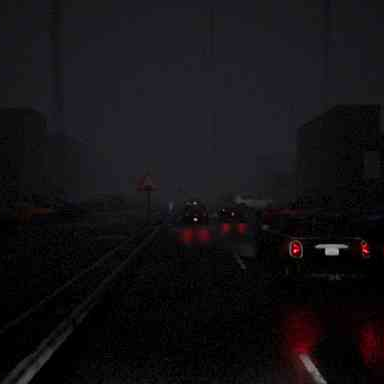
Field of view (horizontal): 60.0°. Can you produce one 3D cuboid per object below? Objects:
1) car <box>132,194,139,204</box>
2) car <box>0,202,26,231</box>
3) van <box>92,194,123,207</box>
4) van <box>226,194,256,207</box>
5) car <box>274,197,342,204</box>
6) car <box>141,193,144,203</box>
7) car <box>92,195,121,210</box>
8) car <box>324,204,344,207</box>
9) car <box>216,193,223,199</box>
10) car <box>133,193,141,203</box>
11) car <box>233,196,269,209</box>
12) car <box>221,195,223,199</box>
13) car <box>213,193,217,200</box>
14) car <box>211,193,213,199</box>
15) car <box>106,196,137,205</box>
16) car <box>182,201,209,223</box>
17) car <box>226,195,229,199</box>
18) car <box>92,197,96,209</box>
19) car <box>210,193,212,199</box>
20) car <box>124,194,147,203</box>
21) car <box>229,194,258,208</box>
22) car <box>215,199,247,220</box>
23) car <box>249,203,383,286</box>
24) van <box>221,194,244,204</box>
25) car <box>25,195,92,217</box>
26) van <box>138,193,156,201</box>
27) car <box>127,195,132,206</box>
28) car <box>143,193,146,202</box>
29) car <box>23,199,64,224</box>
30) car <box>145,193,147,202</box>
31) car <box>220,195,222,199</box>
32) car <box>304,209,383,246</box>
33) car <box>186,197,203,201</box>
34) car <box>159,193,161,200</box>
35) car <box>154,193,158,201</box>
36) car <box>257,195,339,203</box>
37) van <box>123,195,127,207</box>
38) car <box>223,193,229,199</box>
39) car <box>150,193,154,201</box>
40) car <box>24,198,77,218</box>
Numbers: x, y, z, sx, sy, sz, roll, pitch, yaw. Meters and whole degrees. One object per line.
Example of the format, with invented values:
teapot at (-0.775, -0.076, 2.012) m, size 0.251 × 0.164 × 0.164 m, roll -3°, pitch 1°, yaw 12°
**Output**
car at (-12.071, 1.524, 54.962) m, size 5.366 × 1.575 × 1.946 m, roll 0°, pitch 0°, yaw 0°
car at (-12.514, 1.499, 18.714) m, size 5.008 × 1.535 × 2.097 m, roll 0°, pitch 0°, yaw 1°
van at (-12.430, 1.299, 46.626) m, size 4.442 × 1.987 × 1.878 m, roll 0°, pitch 0°, yaw 0°
van at (7.841, 1.332, 53.577) m, size 4.442 × 1.987 × 1.878 m, roll 0°, pitch 0°, yaw 0°
car at (7.728, 1.398, 20.482) m, size 4.553 × 1.767 × 2.185 m, roll 0°, pitch 0°, yaw 0°
car at (-12.196, 1.528, 63.303) m, size 5.008 × 1.535 × 2.097 m, roll 0°, pitch 0°, yaw 0°
car at (-12.325, 1.525, 43.846) m, size 4.892 × 1.521 × 2.231 m, roll 0°, pitch 0°, yaw 0°
car at (7.741, 1.556, 17.854) m, size 4.674 × 1.452 × 2.002 m, roll 0°, pitch 0°, yaw 0°
car at (7.838, 1.552, 64.607) m, size 5.366 × 1.575 × 1.946 m, roll 0°, pitch 0°, yaw 0°
car at (-12.250, 1.401, 60.522) m, size 4.553 × 1.767 × 2.185 m, roll 0°, pitch 0°, yaw 0°
car at (7.938, 1.434, 45.179) m, size 4.553 × 1.767 × 2.185 m, roll 0°, pitch 0°, yaw 0°
car at (7.979, 1.556, 56.334) m, size 5.008 × 1.535 × 2.097 m, roll 0°, pitch 0°, yaw 0°
car at (8.117, 1.313, 75.635) m, size 5.566 × 2.045 × 2.435 m, roll 0°, pitch 0°, yaw 0°
car at (8.148, 1.593, 86.663) m, size 4.892 × 1.521 × 2.231 m, roll 0°, pitch 0°, yaw 0°
car at (-12.232, 1.527, 57.743) m, size 5.008 × 1.535 × 2.097 m, roll 0°, pitch 0°, yaw 0°
car at (0.245, 1.651, 25.757) m, size 1.895 × 1.301 × 4.718 m, roll -1°, pitch 0°, yaw 0°
car at (7.918, 1.560, 47.936) m, size 5.008 × 1.535 × 2.097 m, roll 0°, pitch 0°, yaw 0°
car at (-12.377, 1.546, 32.728) m, size 4.792 × 1.488 × 2.163 m, roll 0°, pitch 0°, yaw 0°
car at (8.356, 1.598, 89.418) m, size 5.366 × 1.575 × 1.946 m, roll 0°, pitch 0°, yaw 0°
car at (-12.113, 1.410, 71.638) m, size 4.553 × 1.767 × 2.185 m, roll 0°, pitch 0°, yaw 0°
car at (7.920, 1.308, 42.543) m, size 5.566 × 2.045 × 2.435 m, roll 0°, pitch 0°, yaw 0°
car at (3.265, 1.578, 28.869) m, size 1.812 × 1.442 × 4.674 m, roll 0°, pitch 0°, yaw 0°
car at (3.155, 1.366, 9.590) m, size 2.097 × 1.767 × 4.553 m, roll 0°, pitch 0°, yaw 0°
van at (8.156, 1.329, 67.364) m, size 4.442 × 1.987 × 1.878 m, roll 0°, pitch 0°, yaw 0°
car at (-12.397, 1.262, 29.948) m, size 5.566 × 2.045 × 2.435 m, roll 0°, pitch 0°, yaw 0°
van at (-11.915, 1.355, 88.311) m, size 4.442 × 1.987 × 1.878 m, roll 0°, pitch 0°, yaw 0°
car at (-12.278, 1.567, 52.184) m, size 4.674 × 1.452 × 2.002 m, roll 0°, pitch 0°, yaw 0°
car at (-12.187, 1.530, 66.080) m, size 4.892 × 1.521 × 2.231 m, roll 0°, pitch 0°, yaw 0°
car at (-12.468, 1.507, 24.389) m, size 5.008 × 1.535 × 2.097 m, roll 0°, pitch 0°, yaw 0°
car at (-12.132, 1.405, 68.857) m, size 4.553 × 1.767 × 2.185 m, roll 0°, pitch 0°, yaw 0°
car at (8.004, 1.595, 61.848) m, size 4.674 × 1.452 × 2.002 m, roll 0°, pitch 0°, yaw 0°
car at (7.724, 1.547, 14.966) m, size 4.674 × 1.452 × 2.002 m, roll 0°, pitch 0°, yaw 0°
car at (0.349, 1.431, 42.292) m, size 2.097 × 1.767 × 4.553 m, roll 0°, pitch 0°, yaw 0°
car at (-11.984, 1.340, 91.089) m, size 5.566 × 2.045 × 2.435 m, roll 0°, pitch 0°, yaw 0°
car at (-12.041, 1.309, 82.755) m, size 5.566 × 2.045 × 2.435 m, roll 0°, pitch 0°, yaw 0°
car at (7.748, 1.279, 23.240) m, size 5.566 × 2.045 × 2.435 m, roll 0°, pitch 0°, yaw 0°
van at (-12.411, 1.300, 49.405) m, size 4.442 × 1.987 × 1.878 m, roll 0°, pitch 0°, yaw 0°
car at (7.969, 1.308, 50.818) m, size 5.566 × 2.045 × 2.435 m, roll 0°, pitch 0°, yaw 0°
car at (-12.100, 1.546, 77.196) m, size 4.892 × 1.521 × 2.231 m, roll 0°, pitch 0°, yaw 0°
car at (-12.438, 1.511, 27.169) m, size 4.892 × 1.521 × 2.231 m, roll 0°, pitch 0°, yaw 0°
